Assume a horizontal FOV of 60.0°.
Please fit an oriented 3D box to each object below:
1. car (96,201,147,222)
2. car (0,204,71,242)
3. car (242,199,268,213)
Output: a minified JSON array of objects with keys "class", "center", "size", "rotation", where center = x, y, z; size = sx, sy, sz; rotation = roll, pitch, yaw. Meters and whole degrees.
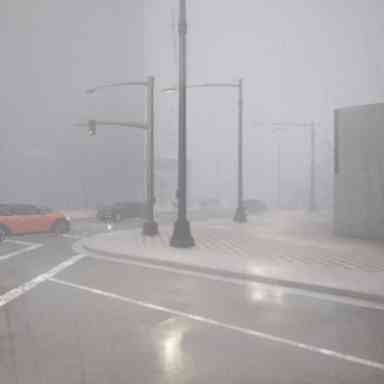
[{"class":"car","center":[-5.461,1.530,26.970],"size":[1.837,1.490,4.892],"rotation":[0,0,36]},{"class":"car","center":[-8.464,1.371,16.721],"size":[2.097,1.767,4.553],"rotation":[0,0,36]},{"class":"car","center":[7.093,1.580,38.073],"size":[1.837,1.490,4.892],"rotation":[0,0,37]}]
